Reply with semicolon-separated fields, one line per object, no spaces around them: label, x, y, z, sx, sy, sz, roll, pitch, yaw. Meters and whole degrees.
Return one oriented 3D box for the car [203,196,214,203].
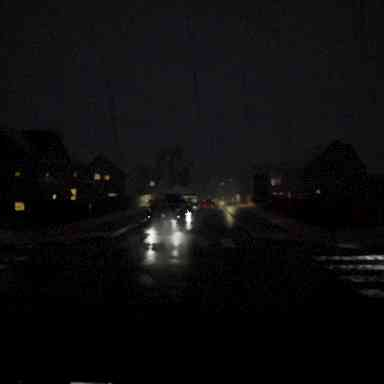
car;3.048;1.340;62.262;1.895;1.301;4.718;0;0;2

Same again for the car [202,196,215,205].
car;2.603;1.342;52.243;1.895;1.301;4.718;0;0;3

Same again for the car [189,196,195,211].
car;-0.948;1.374;37.119;1.895;1.301;4.718;0;0;3

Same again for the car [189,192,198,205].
car;-0.231;0.964;51.472;2.150;2.045;5.566;0;0;3

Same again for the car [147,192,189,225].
car;-1.614;1.062;22.908;2.150;2.045;5.566;0;0;3
